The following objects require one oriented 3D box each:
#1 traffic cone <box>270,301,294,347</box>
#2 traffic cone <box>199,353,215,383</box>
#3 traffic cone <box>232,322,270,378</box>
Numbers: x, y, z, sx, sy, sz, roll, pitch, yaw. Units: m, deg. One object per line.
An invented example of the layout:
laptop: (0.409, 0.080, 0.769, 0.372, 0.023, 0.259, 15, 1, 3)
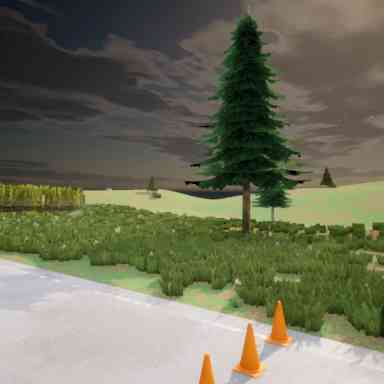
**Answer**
traffic cone: (1.324, 1.955, 5.047, 0.340, 0.580, 0.340, 0, 0, 36)
traffic cone: (0.154, 1.955, 3.424, 0.340, 0.580, 0.340, 0, 0, 36)
traffic cone: (0.739, 1.955, 4.235, 0.340, 0.580, 0.340, 0, 0, 36)
